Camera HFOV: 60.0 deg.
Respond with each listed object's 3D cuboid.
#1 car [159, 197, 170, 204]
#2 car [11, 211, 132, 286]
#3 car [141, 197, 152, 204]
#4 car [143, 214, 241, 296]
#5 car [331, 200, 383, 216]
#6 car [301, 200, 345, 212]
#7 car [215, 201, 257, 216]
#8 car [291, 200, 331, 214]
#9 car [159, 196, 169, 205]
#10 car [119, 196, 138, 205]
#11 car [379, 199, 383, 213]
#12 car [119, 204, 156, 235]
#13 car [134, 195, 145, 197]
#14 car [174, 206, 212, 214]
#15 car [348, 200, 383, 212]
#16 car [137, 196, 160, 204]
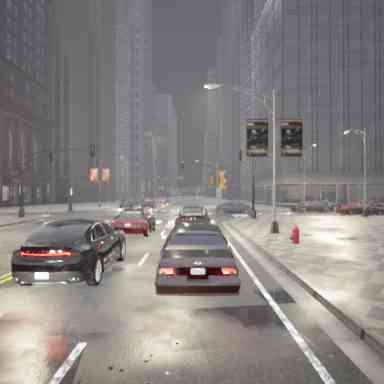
[{"bbox_3d":[-6.443,1.932,78.886,2.128,1.511,4.902,0,0,0],"label":"car"},{"bbox_3d":[-3.144,1.511,9.392,1.837,1.490,4.892,0,0,0],"label":"car"},{"bbox_3d":[-9.700,1.871,71.141,1.812,1.442,4.674,0,0,0],"label":"car"},{"bbox_3d":[0.113,1.553,8.806,2.033,1.411,5.357,0,0,0],"label":"car"},{"bbox_3d":[15.337,1.562,30.266,4.206,1.307,1.802,0,0,-1],"label":"car"},{"bbox_3d":[15.213,1.643,38.789,4.313,1.339,1.947,0,0,-1],"label":"car"},{"bbox_3d":[4.403,1.617,33.083,4.181,1.385,1.994,0,0,12],"label":"car"},{"bbox_3d":[12.882,1.618,35.999,4.181,1.385,1.994,0,-1,-2],"label":"car"},{"bbox_3d":[-6.461,1.671,67.607,2.097,1.767,4.553,0,0,0],"label":"car"},{"bbox_3d":[-9.839,1.710,50.775,1.837,1.490,4.892,0,0,-2],"label":"car"},{"bbox_3d":[23.369,1.497,36.156,5.008,1.535,1.882,0,-1,-1],"label":"car"},{"bbox_3d":[-3.137,1.593,18.293,1.994,1.385,4.181,0,0,0],"label":"car"},{"bbox_3d":[-9.773,1.496,61.077,2.150,2.045,5.566,0,-1,0],"label":"car"},{"bbox_3d":[0.060,1.534,18.545,1.837,1.490,4.892,0,0,1],"label":"car"},{"bbox_3d":[20.852,1.624,38.873,4.313,1.339,1.947,0,0,-1],"label":"car"},{"bbox_3d":[-6.559,1.753,50.886,2.033,1.411,5.357,0,0,0],"label":"car"}]
